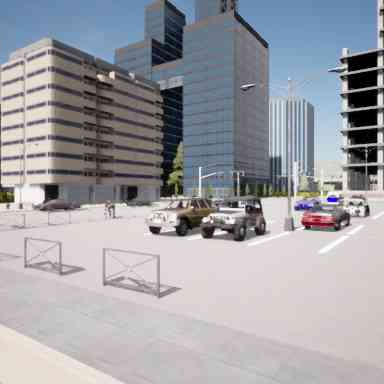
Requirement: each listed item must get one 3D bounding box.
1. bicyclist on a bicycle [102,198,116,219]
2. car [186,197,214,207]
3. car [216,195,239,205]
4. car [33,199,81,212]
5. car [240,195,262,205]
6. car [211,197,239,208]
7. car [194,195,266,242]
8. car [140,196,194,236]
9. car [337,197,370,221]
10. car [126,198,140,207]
[{"bbox_3d":[-6.542,1.301,26.240,1.656,1.620,0.582,0,0,34],"label":"bicyclist on a bicycle"},{"bbox_3d":[1.293,1.490,51.161,2.128,1.511,4.902,0,0,34],"label":"car"},{"bbox_3d":[6.330,1.351,58.795,2.097,1.767,4.553,0,0,34],"label":"car"},{"bbox_3d":[-15.566,1.546,38.802,2.033,1.411,5.357,0,0,34],"label":"car"},{"bbox_3d":[10.365,1.351,58.368,2.097,1.767,4.553,0,0,34],"label":"car"},{"bbox_3d":[5.107,1.546,50.488,2.033,1.411,5.357,0,0,33],"label":"car"},{"bbox_3d":[2.074,1.156,15.629,1.905,1.878,3.866,0,0,34],"label":"car"},{"bbox_3d":[-0.296,1.153,17.291,1.932,1.855,4.605,0,0,34],"label":"car"},{"bbox_3d":[14.074,1.395,28.607,1.970,1.475,3.806,0,0,34],"label":"car"},{"bbox_3d":[-7.973,1.560,50.128,1.994,1.385,4.181,0,0,34],"label":"car"}]
